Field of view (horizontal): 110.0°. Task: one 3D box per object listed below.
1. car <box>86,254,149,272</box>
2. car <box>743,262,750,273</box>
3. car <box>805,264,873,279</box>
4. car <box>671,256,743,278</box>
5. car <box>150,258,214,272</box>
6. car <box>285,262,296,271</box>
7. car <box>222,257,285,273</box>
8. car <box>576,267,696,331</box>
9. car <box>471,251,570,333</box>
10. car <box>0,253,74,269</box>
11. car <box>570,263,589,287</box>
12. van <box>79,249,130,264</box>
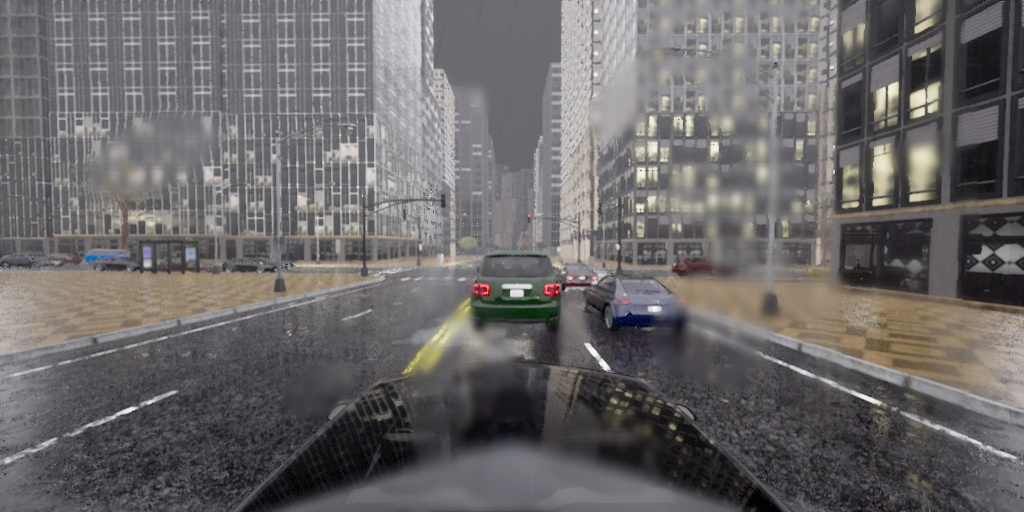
[{"bbox_3d":[-34.049,0.715,31.482,4.313,1.339,1.948,0,0,1],"label":"car"},{"bbox_3d":[21.249,0.998,36.247,4.892,1.490,1.837,0,2,1],"label":"car"},{"bbox_3d":[27.687,1.238,30.360,4.829,1.417,1.751,0,0,1],"label":"car"},{"bbox_3d":[16.239,0.926,30.574,5.009,1.841,2.192,0,0,1],"label":"car"},{"bbox_3d":[-28.368,0.786,31.300,4.207,1.307,1.802,0,0,1],"label":"car"},{"bbox_3d":[-23.232,0.777,33.870,4.718,1.301,1.895,1,2,1],"label":"car"},{"bbox_3d":[-22.685,0.823,31.159,4.313,1.339,1.948,0,0,1],"label":"car"},{"bbox_3d":[3.370,1.205,10.525,1.994,1.385,4.181,0,1,-1],"label":"car"},{"bbox_3d":[0.113,0.864,10.426,2.150,2.045,5.566,0,1,0],"label":"car"},{"bbox_3d":[-46.007,0.454,34.396,4.902,1.511,2.128,0,2,2],"label":"car"},{"bbox_3d":[3.381,1.073,19.766,2.033,1.411,5.357,0,1,0],"label":"car"},{"bbox_3d":[-45.226,0.147,40.157,3.998,1.789,1.690,0,0,1],"label":"van"}]
